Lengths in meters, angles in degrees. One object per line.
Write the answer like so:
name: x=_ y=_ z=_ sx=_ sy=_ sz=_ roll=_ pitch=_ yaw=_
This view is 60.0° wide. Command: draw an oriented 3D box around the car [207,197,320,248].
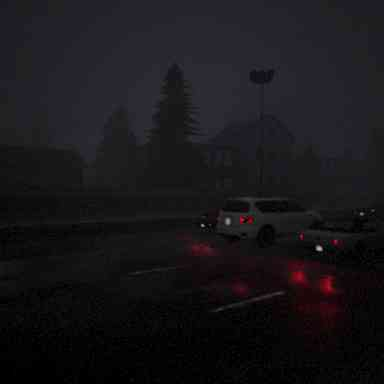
car: x=3.659 y=1.241 z=15.040 sx=5.566 sy=2.045 sz=2.150 roll=0 pitch=0 yaw=-35

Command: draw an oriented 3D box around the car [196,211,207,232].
car: x=2.539 y=1.512 z=18.524 sx=4.902 sy=1.511 sz=2.128 roll=0 pitch=0 yaw=-35

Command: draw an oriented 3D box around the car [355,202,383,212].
car: x=15.326 y=1.570 z=27.634 sx=4.674 sy=1.442 sz=1.812 roll=0 pitch=0 yaw=-35

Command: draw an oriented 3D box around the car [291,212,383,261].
car: x=6.107 y=1.620 z=12.480 sx=4.718 sy=1.301 sz=1.895 roll=0 pitch=0 yaw=-35
